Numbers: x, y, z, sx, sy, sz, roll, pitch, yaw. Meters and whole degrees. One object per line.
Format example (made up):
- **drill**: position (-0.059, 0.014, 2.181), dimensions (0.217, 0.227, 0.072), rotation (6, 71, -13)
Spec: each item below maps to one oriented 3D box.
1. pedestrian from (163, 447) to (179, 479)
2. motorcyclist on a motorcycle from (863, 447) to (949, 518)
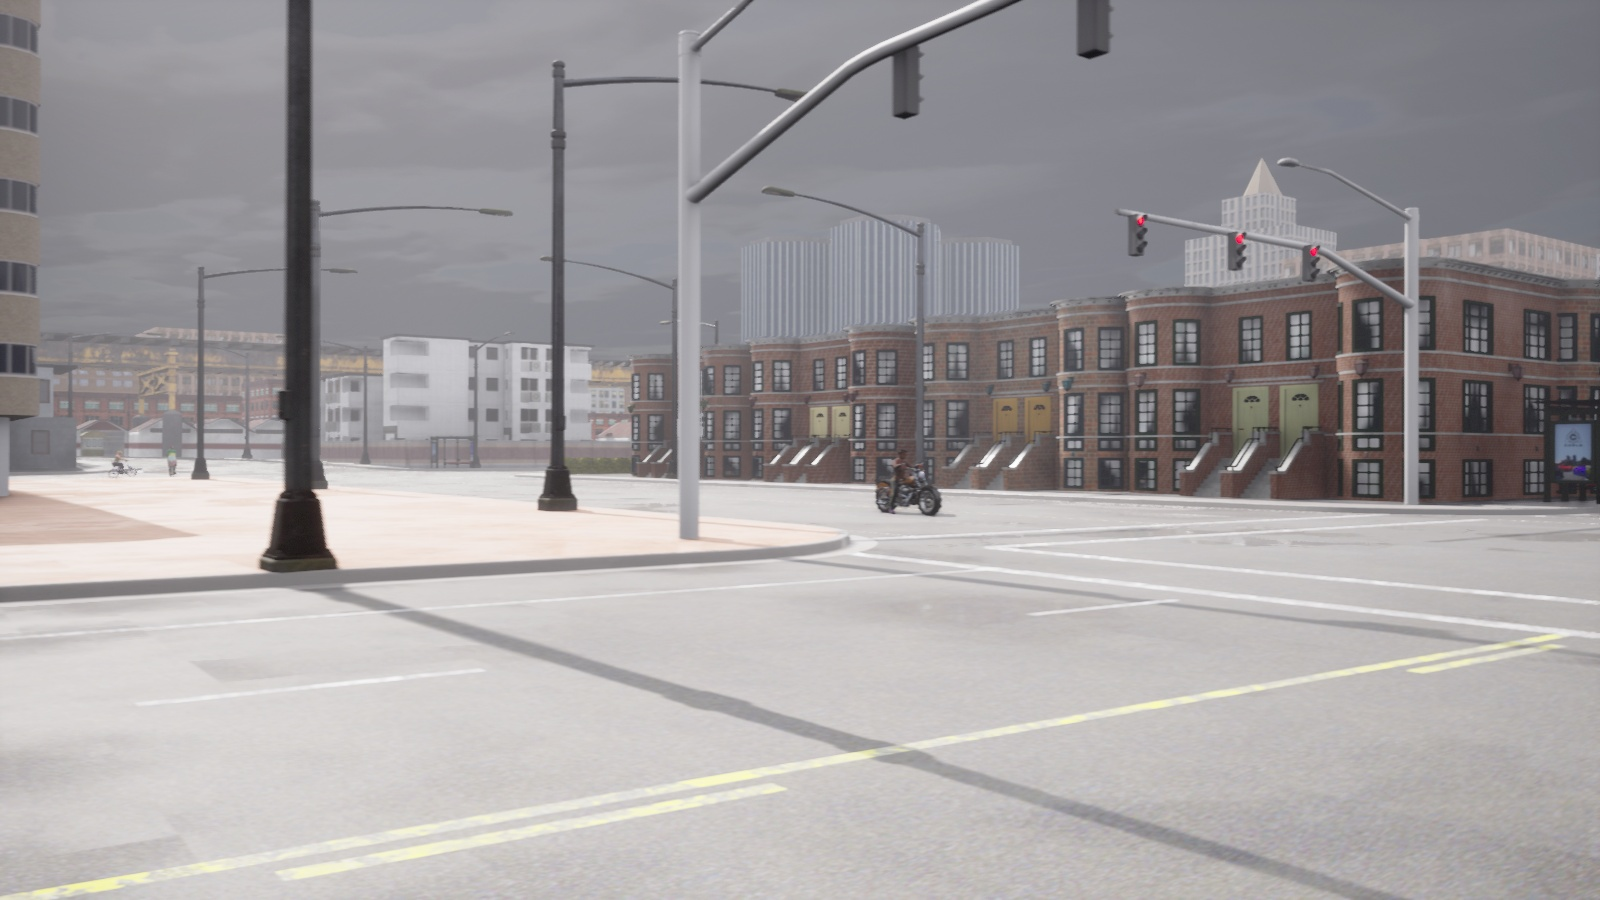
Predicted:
- **pedestrian**: position (-38.423, 0.799, 76.702), dimensions (0.873, 1.952, 0.659), rotation (0, 0, 44)
- **motorcyclist on a motorcycle**: position (2.567, 0.765, 30.634), dimensions (0.766, 1.649, 2.350), rotation (0, 0, -35)
